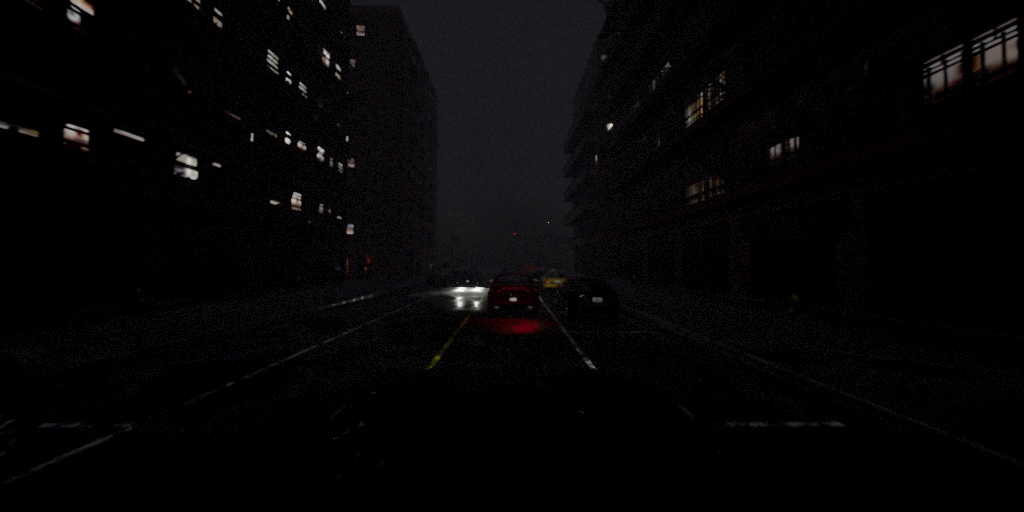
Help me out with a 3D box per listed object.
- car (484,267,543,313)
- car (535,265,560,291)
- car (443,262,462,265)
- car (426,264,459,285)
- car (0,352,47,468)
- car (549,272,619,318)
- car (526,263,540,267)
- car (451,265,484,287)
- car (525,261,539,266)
[{"bbox_3d":[0.050,1.394,14.985,1.882,1.535,5.008,0,-1,0],"label":"car"},{"bbox_3d":[2.755,1.555,24.225,1.751,1.417,4.829,0,0,0],"label":"car"},{"bbox_3d":[-5.930,1.486,35.193,2.192,1.841,5.009,0,0,0],"label":"car"},{"bbox_3d":[-5.911,1.651,29.626,2.007,1.370,4.403,0,0,0],"label":"car"},{"bbox_3d":[-5.705,1.191,1.788,1.967,1.591,4.097,0,0,0],"label":"car"},{"bbox_3d":[2.726,1.464,13.561,1.948,1.339,4.313,0,0,0],"label":"car"},{"bbox_3d":[2.718,1.721,35.190,2.007,1.370,4.403,0,0,0],"label":"car"},{"bbox_3d":[-3.185,1.640,27.724,1.994,1.385,4.181,0,-1,0],"label":"car"},{"bbox_3d":[2.680,1.626,46.325,2.192,1.841,5.009,0,0,0],"label":"car"}]
